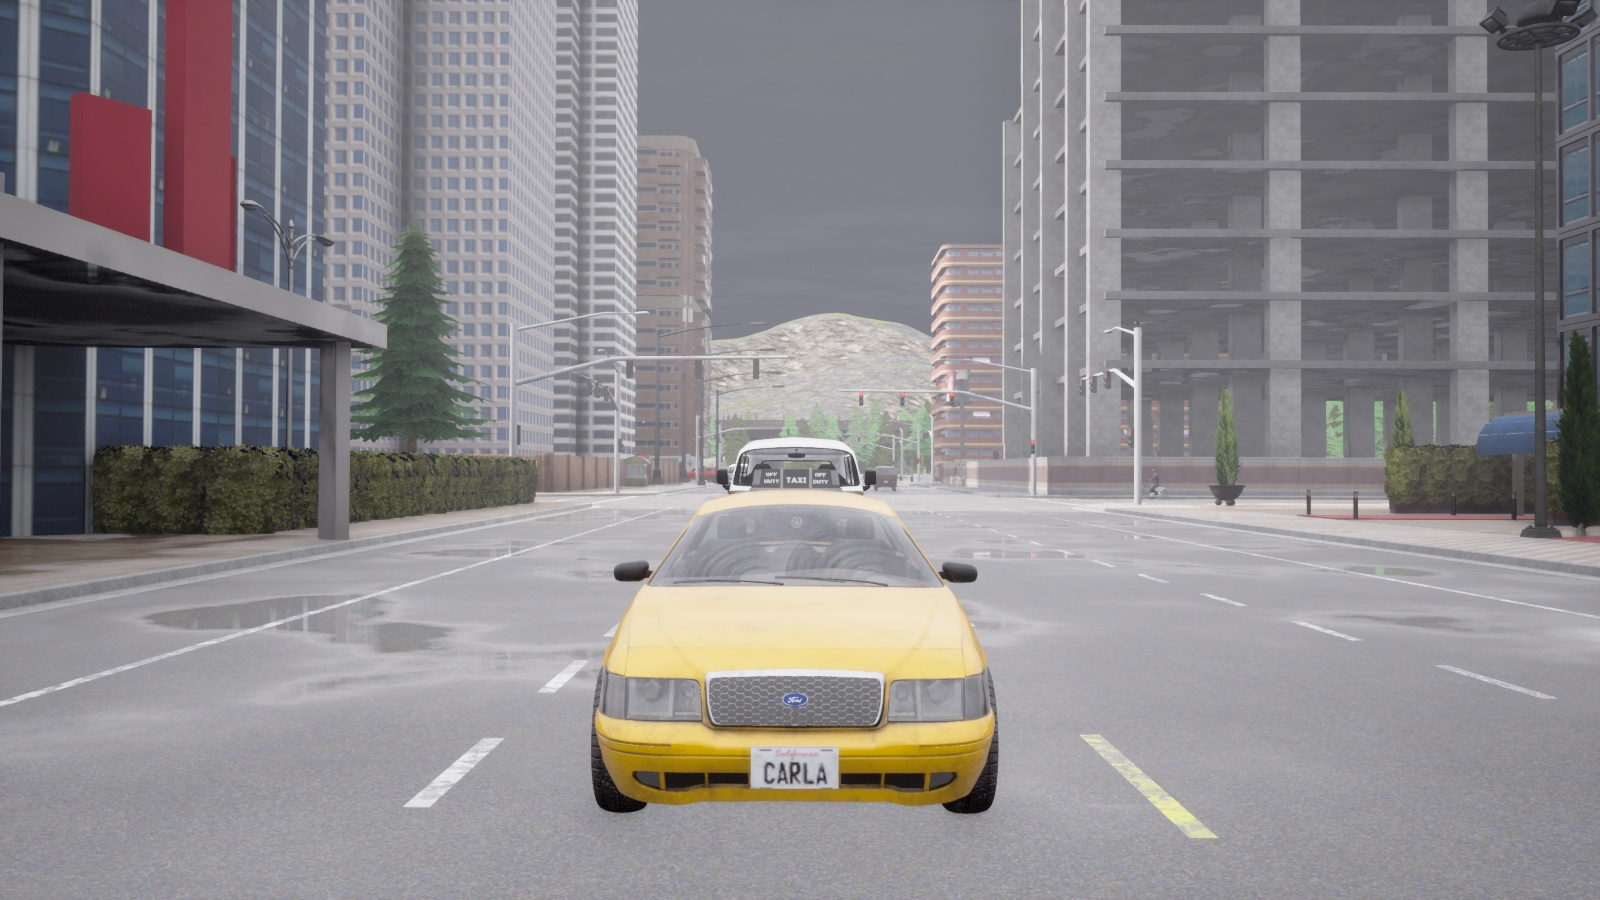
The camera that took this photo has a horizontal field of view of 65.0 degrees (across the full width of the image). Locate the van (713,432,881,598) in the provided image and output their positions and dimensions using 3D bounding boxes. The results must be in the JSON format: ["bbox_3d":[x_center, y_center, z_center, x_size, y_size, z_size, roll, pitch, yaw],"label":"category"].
[{"bbox_3d":[-0.046,0.836,17.761,2.069,2.038,4.480,0,-1,0],"label":"van"}]

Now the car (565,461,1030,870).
[{"bbox_3d":[-0.019,0.880,7.559,1.801,1.575,5.366,0,-1,0],"label":"car"}]
